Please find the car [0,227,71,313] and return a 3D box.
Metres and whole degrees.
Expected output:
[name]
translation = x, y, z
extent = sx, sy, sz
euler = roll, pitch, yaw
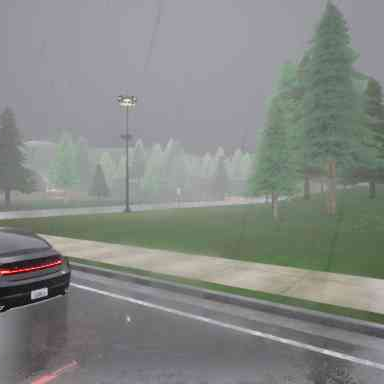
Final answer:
[car]
translation = -4.605, 1.505, 7.153
extent = 4.892, 1.490, 1.837
euler = 0, 0, 35
